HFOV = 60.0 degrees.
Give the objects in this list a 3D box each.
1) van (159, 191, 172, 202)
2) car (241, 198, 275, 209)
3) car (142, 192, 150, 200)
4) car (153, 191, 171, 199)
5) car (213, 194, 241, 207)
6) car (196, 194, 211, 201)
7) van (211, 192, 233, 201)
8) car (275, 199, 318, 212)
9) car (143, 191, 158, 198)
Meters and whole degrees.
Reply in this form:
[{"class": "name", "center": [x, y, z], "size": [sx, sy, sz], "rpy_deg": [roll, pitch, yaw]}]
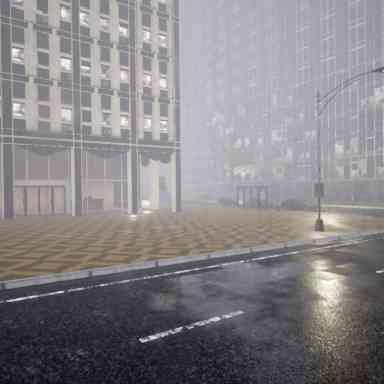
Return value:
[{"class": "van", "center": [-4.368, 0.937, 59.357], "size": [1.690, 1.788, 3.998], "rpy_deg": [0, 1, -34]}, {"class": "car", "center": [8.411, 1.388, 40.559], "size": [1.802, 1.307, 4.206], "rpy_deg": [0, 1, -34]}, {"class": "car", "center": [-10.804, 1.039, 68.729], "size": [2.008, 1.369, 4.403], "rpy_deg": [0, 1, -34]}, {"class": "car", "center": [-7.115, 0.615, 78.154], "size": [2.192, 1.841, 5.009], "rpy_deg": [0, 1, -34]}, {"class": "car", "center": [5.241, 1.319, 45.276], "size": [1.947, 1.339, 4.313], "rpy_deg": [0, 1, -34]}, {"class": "car", "center": [2.540, 1.043, 64.103], "size": [1.802, 1.307, 4.206], "rpy_deg": [0, 1, -34]}, {"class": "van", "center": [5.757, 0.855, 59.415], "size": [1.690, 1.788, 3.998], "rpy_deg": [0, 1, -34]}, {"class": "car", "center": [11.615, 1.424, 35.862], "size": [1.947, 1.339, 4.313], "rpy_deg": [0, 1, -34]}, {"class": "car", "center": [-10.333, 0.686, 82.840], "size": [1.967, 1.590, 4.097], "rpy_deg": [0, 1, -34]}]
